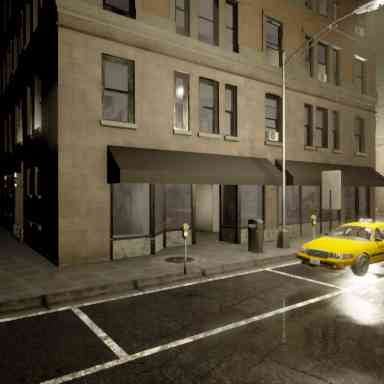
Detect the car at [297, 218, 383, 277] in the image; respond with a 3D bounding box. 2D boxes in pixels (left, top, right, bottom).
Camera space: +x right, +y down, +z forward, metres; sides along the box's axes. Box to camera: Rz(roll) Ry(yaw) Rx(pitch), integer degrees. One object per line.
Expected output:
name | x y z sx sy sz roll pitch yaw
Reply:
car | 5.234 1.526 10.255 4.829 1.417 1.752 0 0 -35
